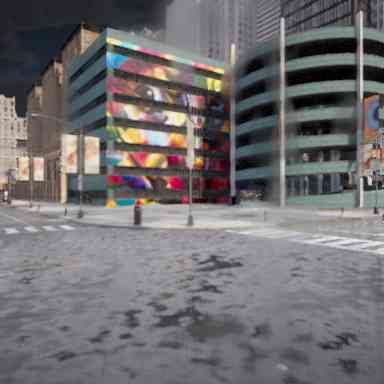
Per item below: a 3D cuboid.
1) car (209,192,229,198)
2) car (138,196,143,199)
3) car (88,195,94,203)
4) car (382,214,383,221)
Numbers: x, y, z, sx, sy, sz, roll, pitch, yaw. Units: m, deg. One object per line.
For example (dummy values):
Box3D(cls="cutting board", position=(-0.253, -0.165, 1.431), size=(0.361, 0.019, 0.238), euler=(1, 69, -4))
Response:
Box3D(cls="car", position=(6.091, 0.935, 80.414), size=(2.435, 2.045, 5.566), euler=(0, 0, -36))
Box3D(cls="car", position=(-7.602, 1.273, 54.986), size=(2.002, 1.452, 4.674), euler=(0, 0, -36))
Box3D(cls="car", position=(-18.078, 1.374, 62.470), size=(2.161, 1.482, 4.786), euler=(0, 0, -36))
Box3D(cls="car", position=(15.748, 1.499, 23.825), size=(5.357, 1.411, 2.033), euler=(0, 0, -36))
